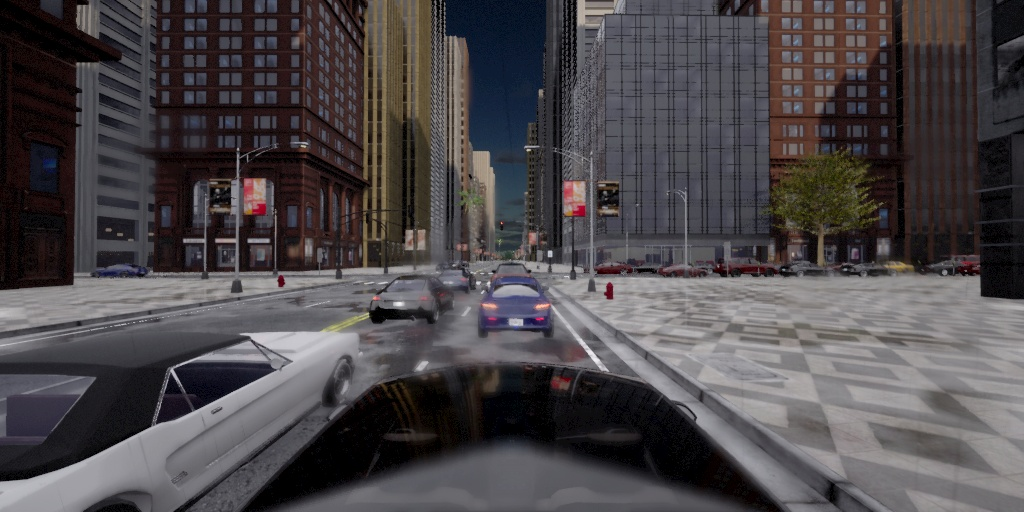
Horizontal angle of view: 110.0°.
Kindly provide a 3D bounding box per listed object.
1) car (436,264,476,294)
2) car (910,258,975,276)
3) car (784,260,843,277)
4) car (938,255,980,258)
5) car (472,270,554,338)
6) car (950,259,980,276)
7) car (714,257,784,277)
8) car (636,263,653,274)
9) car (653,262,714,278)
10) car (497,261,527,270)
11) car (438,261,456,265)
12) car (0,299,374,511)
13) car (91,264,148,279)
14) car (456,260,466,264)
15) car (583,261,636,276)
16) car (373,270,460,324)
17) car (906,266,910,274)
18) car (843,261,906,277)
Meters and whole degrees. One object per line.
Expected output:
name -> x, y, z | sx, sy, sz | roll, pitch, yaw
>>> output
car -> -3.174, 1.352, 20.473 | 1.994, 1.385, 4.181 | 0, 0, 0
car -> 42.758, 1.203, 35.215 | 4.892, 1.490, 1.837 | 0, -1, -1
car -> 26.555, 1.273, 32.318 | 4.313, 1.339, 1.948 | 0, 0, -1
car -> 47.161, 0.935, 38.346 | 5.566, 2.045, 2.150 | 0, -1, -1
car -> 0.094, 1.284, 10.095 | 1.812, 1.442, 4.674 | 0, 0, 0
car -> 43.467, 1.211, 32.602 | 4.507, 1.381, 1.888 | 0, 0, -1
car -> 20.918, 1.039, 32.224 | 5.009, 1.841, 2.192 | 0, 0, -1
car -> 15.138, 1.410, 40.652 | 4.313, 1.339, 1.948 | 0, 0, -1
car -> 15.279, 1.325, 32.129 | 4.207, 1.307, 1.802 | 0, 0, -1
car -> -0.021, 1.135, 19.080 | 2.097, 1.767, 4.553 | 0, 0, 0
car -> -9.904, 1.543, 52.818 | 1.994, 1.385, 4.181 | 0, 0, 0
car -> -3.155, 1.351, 3.262 | 1.895, 1.301, 4.718 | 0, 0, 0
car -> -40.725, 1.572, 37.298 | 4.674, 1.442, 1.812 | 0, -1, 0
car -> -9.893, 1.543, 63.103 | 2.128, 1.511, 4.902 | 0, 0, 0
car -> 9.989, 1.307, 37.763 | 5.008, 1.535, 1.882 | 0, -1, -2
car -> -3.164, 1.326, 12.085 | 1.994, 1.385, 4.181 | 0, 0, 0
car -> 43.161, 1.292, 41.122 | 4.829, 1.417, 1.751 | 0, 0, -1
car -> 32.192, 1.257, 32.412 | 4.313, 1.339, 1.948 | 0, 0, -1
